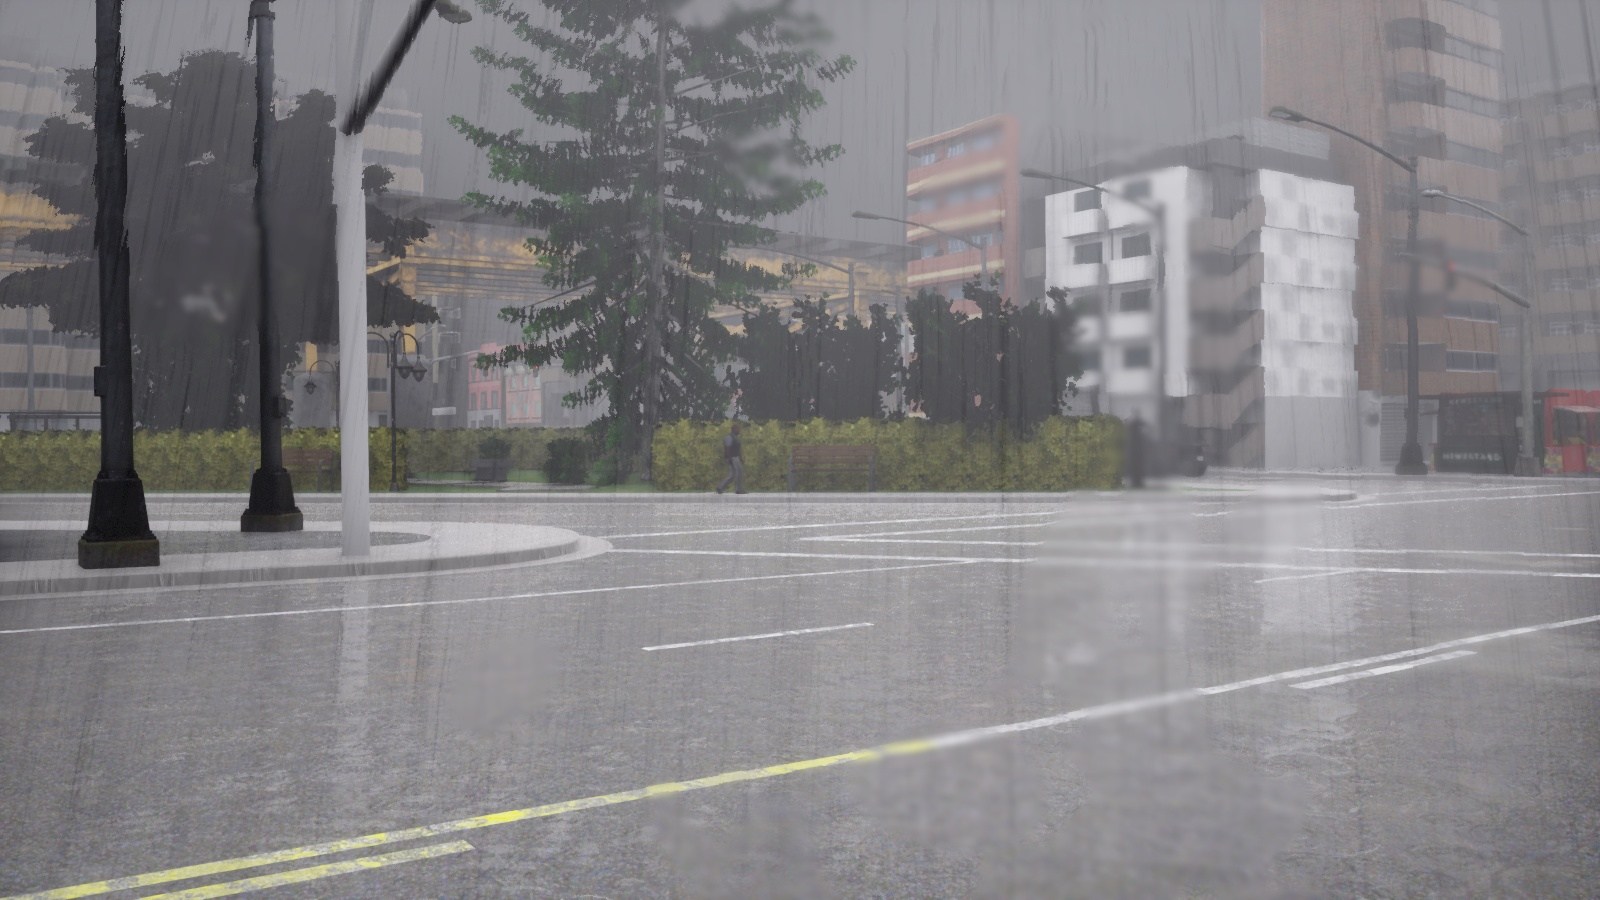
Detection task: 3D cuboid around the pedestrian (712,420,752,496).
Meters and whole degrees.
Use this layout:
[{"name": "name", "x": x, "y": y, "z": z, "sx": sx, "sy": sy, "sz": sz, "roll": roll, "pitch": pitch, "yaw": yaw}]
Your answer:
[{"name": "pedestrian", "x": -1.701, "y": 0.200, "z": 31.350, "sx": 0.849, "sy": 1.883, "sz": 0.563, "roll": -1, "pitch": 1, "yaw": 13}]

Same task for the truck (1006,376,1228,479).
[{"name": "truck", "x": 11.461, "y": -0.781, "z": 46.200, "sx": 2.891, "sy": 3.462, "sz": 7.936, "roll": -1, "pitch": 1, "yaw": -35}]
